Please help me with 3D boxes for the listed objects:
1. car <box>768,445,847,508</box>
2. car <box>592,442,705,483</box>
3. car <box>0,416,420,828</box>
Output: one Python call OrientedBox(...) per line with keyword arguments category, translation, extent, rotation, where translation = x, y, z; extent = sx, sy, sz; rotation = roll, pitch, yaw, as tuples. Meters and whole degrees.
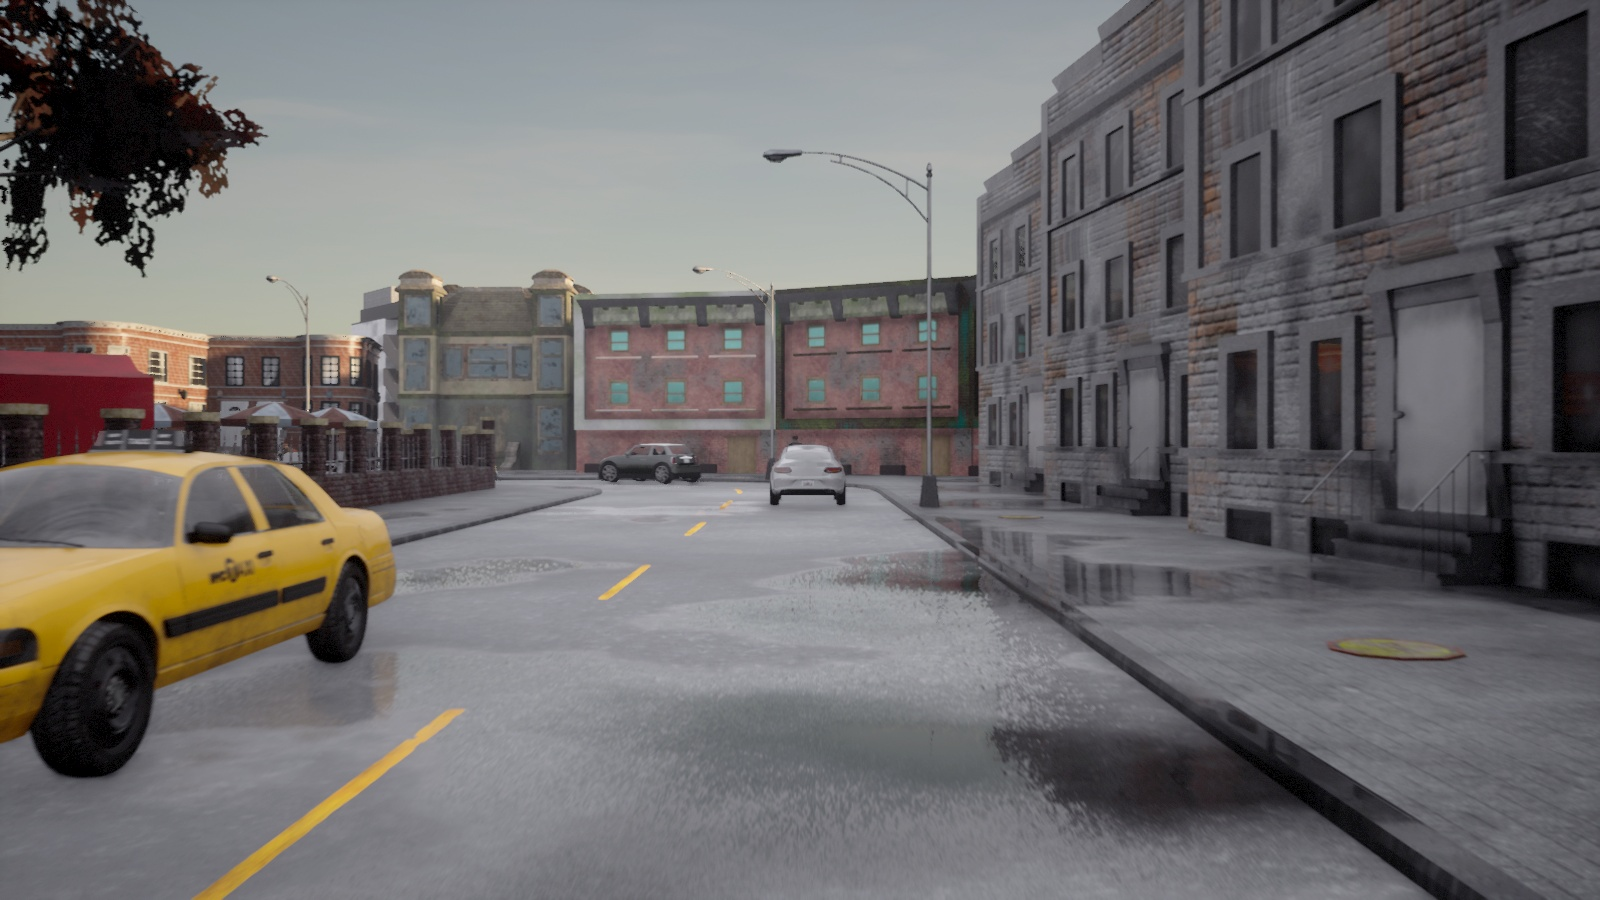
OrientedBox(category="car", translation=(0.190, 0.596, 31.226), extent=(1.812, 1.442, 4.674), rotation=(0, 0, 0))
OrientedBox(category="car", translation=(-5.681, 0.445, 46.874), extent=(3.806, 1.475, 1.970), rotation=(0, 0, 33))
OrientedBox(category="car", translation=(-3.944, 0.641, 7.345), extent=(1.801, 1.575, 5.366), rotation=(0, 0, 0))
